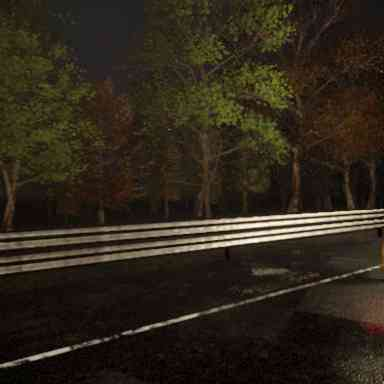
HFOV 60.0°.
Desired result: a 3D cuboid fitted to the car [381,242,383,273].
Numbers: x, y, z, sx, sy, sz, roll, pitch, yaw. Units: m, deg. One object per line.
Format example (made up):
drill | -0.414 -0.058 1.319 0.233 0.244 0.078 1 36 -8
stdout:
car | 6.870 1.474 8.606 5.008 1.535 1.882 0 0 -35
